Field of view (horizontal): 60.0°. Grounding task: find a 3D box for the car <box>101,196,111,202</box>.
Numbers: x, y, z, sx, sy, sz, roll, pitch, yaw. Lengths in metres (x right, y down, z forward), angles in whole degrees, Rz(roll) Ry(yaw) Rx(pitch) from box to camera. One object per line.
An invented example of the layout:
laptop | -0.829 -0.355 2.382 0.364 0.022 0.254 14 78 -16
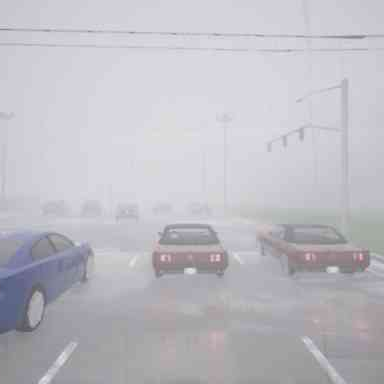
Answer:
car | -21.737 1.657 81.889 4.674 1.442 1.812 0 0 42

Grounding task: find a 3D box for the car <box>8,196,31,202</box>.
car | -42.579 1.660 82.230 4.902 1.511 2.128 0 0 18

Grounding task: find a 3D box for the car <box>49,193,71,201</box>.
car | -34.189 1.366 86.224 5.566 2.045 2.150 0 0 25

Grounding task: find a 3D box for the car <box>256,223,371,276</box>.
car | 3.368 1.617 10.379 1.895 1.301 4.718 0 0 -2

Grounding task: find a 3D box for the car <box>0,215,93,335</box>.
car | -3.493 1.489 6.810 1.882 1.535 5.008 0 0 -1

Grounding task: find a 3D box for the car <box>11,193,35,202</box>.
car | -38.213 1.350 76.464 5.566 2.045 2.150 0 0 28

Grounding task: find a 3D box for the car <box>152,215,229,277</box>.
car | -0.128 1.617 10.234 1.895 1.301 4.718 0 0 -2

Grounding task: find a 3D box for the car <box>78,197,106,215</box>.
car | -10.114 1.560 33.888 1.837 1.490 4.892 0 0 -12

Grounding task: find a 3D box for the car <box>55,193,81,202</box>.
car | -29.485 1.669 79.139 5.357 1.411 2.033 0 0 35

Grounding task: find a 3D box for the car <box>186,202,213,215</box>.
car | 0.652 1.655 33.742 1.895 1.301 4.718 0 0 -11

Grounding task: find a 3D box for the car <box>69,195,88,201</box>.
car | -29.937 1.668 87.827 4.902 1.511 2.128 0 0 28

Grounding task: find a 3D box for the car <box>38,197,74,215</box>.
car | -13.637 1.546 33.579 2.128 1.511 4.902 0 0 -12

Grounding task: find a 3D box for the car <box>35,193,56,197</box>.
car | -33.496 1.352 77.697 5.566 2.045 2.150 0 0 32

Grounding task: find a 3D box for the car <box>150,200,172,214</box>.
car | -3.300 1.583 35.447 1.812 1.442 4.674 0 0 -12

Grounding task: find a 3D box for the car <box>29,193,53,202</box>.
car | -38.290 1.363 84.304 5.566 2.045 2.150 0 0 21

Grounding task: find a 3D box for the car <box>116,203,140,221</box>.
car | -5.325 1.592 27.579 2.033 1.411 5.357 0 0 -9
